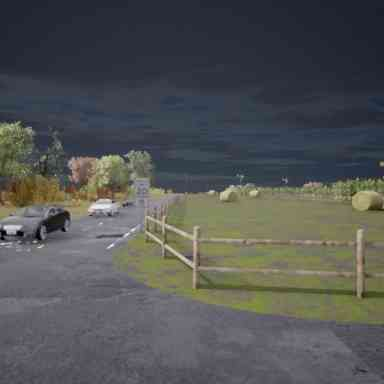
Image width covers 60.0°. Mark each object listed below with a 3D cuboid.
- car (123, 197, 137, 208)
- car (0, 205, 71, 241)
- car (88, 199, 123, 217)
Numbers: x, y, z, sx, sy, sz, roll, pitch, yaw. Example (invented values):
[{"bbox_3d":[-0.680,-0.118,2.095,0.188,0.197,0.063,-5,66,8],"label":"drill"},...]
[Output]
[{"bbox_3d":[-7.769,1.308,42.844,1.994,1.385,4.181,1,1,0],"label":"car"},{"bbox_3d":[-7.551,1.402,16.360,2.128,1.511,4.902,1,0,-1],"label":"car"},{"bbox_3d":[-7.662,1.354,29.260,1.812,1.442,4.674,1,0,-1],"label":"car"}]
